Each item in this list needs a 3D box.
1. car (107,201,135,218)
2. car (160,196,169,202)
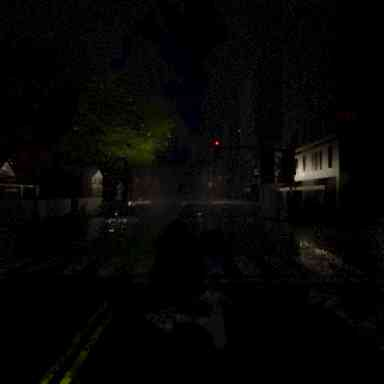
[{"bbox_3d":[-6.509,1.591,31.040,2.128,1.511,4.902,0,1,0],"label":"car"},{"bbox_3d":[-6.521,1.653,78.517,1.837,1.490,4.892,0,0,0],"label":"car"}]
